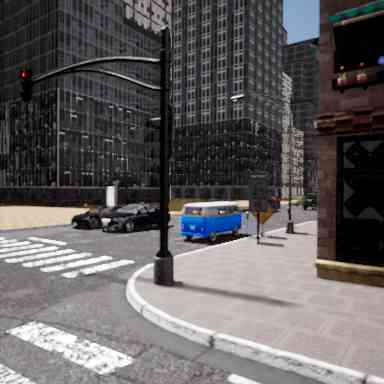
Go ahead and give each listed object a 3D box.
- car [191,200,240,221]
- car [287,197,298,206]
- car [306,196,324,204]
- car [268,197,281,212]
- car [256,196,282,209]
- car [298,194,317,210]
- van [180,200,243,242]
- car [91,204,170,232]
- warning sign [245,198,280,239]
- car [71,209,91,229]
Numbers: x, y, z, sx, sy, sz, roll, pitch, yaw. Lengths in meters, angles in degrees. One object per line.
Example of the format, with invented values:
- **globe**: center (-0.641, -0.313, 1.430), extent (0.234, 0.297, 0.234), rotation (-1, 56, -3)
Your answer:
- **car**: center (2.114, 1.510, 28.258), extent (1.837, 1.490, 4.892), rotation (1, 0, 35)
- **car**: center (16.588, 1.463, 53.116), extent (1.752, 1.417, 4.829), rotation (1, 0, 35)
- **car**: center (23.093, 1.476, 62.277), extent (2.008, 1.369, 4.403), rotation (1, 0, 35)
- **car**: center (8.001, 1.514, 36.542), extent (1.812, 1.442, 4.674), rotation (1, 0, 36)
- **car**: center (10.279, 1.392, 44.232), extent (1.967, 1.590, 4.097), rotation (1, 1, 35)
- **car**: center (15.660, 1.225, 41.911), extent (2.150, 2.045, 5.566), rotation (1, 0, 36)
- **van**: center (1.097, 1.419, 16.825), extent (1.690, 1.788, 3.998), rotation (1, 1, 35)
- **car**: center (-3.401, 1.514, 20.498), extent (2.128, 1.511, 4.902), rotation (1, 0, 35)
- **warning sign**: center (3.378, 1.214, 15.933), extent (1.300, 1.860, 1.060), rotation (1, 0, 35)
- **car**: center (-5.738, 1.565, 21.679), extent (1.947, 1.339, 4.313), rotation (1, 1, 35)
